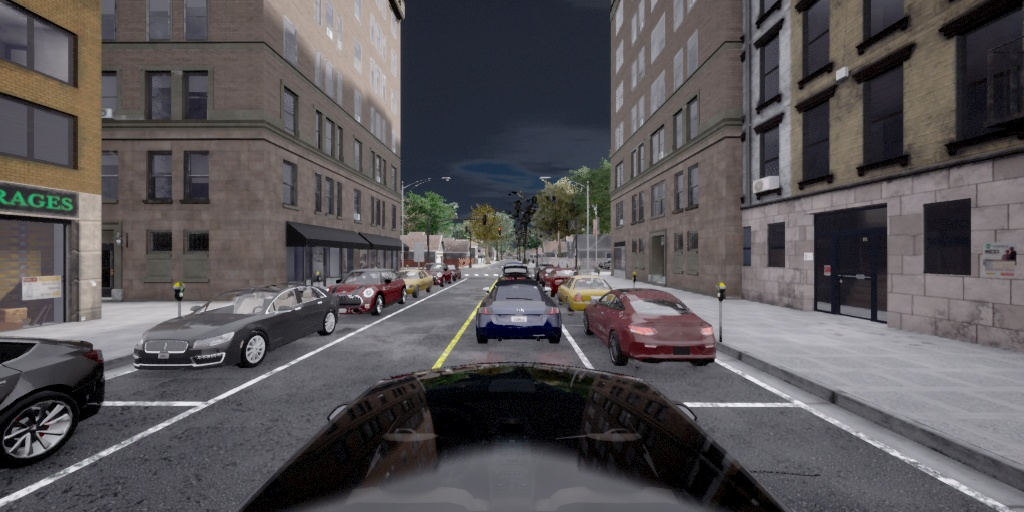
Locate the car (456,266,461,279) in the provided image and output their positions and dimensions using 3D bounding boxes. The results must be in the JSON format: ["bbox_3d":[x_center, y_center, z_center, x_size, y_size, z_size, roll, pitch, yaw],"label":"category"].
[{"bbox_3d":[-5.247,1.344,29.790,1.802,1.307,4.207,0,0,0],"label":"car"}]

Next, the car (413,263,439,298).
[{"bbox_3d":[-5.306,1.281,18.582,1.751,1.417,4.829,0,0,0],"label":"car"}]

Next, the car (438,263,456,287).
[{"bbox_3d":[-5.276,1.199,24.271,1.967,1.591,4.097,0,0,0],"label":"car"}]

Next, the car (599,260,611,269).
[{"bbox_3d":[14.987,1.169,49.404,4.902,1.511,2.128,0,0,0],"label":"car"}]

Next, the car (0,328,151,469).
[{"bbox_3d":[-5.393,1.316,2.197,1.948,1.339,4.313,0,0,0],"label":"car"}]

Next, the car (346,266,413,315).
[{"bbox_3d":[-5.334,1.192,13.233,1.967,1.591,4.097,0,0,0],"label":"car"}]

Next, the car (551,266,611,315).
[{"bbox_3d":[2.691,1.278,13.364,1.751,1.417,4.829,0,0,0],"label":"car"}]

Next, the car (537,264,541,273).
[{"bbox_3d":[2.749,1.341,24.230,1.802,1.307,4.207,0,0,0],"label":"car"}]

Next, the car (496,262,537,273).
[{"bbox_3d":[0.186,1.261,19.636,1.837,1.490,4.892,0,0,0],"label":"car"}]

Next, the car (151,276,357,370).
[{"bbox_3d":[-5.364,1.301,7.715,2.007,1.370,4.403,0,0,0],"label":"car"}]

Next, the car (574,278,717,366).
[{"bbox_3d":[2.661,1.332,7.676,1.802,1.307,4.207,0,0,0],"label":"car"}]

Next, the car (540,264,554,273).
[{"bbox_3d":[2.720,1.301,18.712,1.888,1.381,4.507,0,0,0],"label":"car"}]

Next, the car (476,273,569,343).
[{"bbox_3d":[0.140,1.315,9.651,1.994,1.385,4.181,0,0,0],"label":"car"}]
